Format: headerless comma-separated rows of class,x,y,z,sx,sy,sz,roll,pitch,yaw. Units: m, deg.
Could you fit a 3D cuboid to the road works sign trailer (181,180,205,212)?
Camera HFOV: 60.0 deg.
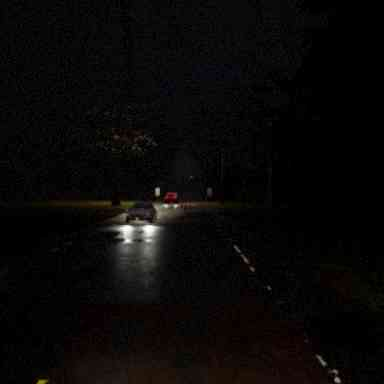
road works sign trailer,0.159,0.390,37.757,2.380,3.560,2.880,0,0,-5

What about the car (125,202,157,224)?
car,-3.599,1.468,24.183,1.812,1.442,4.674,0,0,0

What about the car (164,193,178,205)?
car,-3.536,1.147,57.896,2.150,2.045,5.566,0,0,1
